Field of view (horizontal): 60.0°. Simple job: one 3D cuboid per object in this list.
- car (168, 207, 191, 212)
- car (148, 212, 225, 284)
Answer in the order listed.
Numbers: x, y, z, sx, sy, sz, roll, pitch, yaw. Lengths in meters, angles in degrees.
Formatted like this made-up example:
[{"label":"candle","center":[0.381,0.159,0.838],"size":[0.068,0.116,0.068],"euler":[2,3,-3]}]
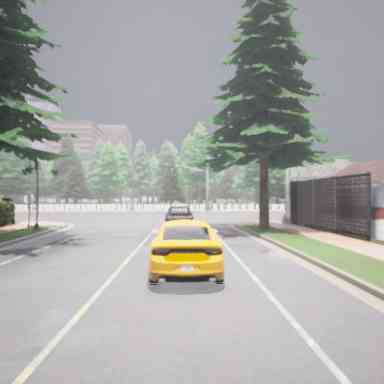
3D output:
[{"label":"car","center":[-0.854,1.714,22.069],"size":[2.128,1.511,4.902],"euler":[0,-1,-3]},{"label":"car","center":[-0.199,1.579,9.953],"size":[1.882,1.535,5.008],"euler":[0,0,-2]}]
